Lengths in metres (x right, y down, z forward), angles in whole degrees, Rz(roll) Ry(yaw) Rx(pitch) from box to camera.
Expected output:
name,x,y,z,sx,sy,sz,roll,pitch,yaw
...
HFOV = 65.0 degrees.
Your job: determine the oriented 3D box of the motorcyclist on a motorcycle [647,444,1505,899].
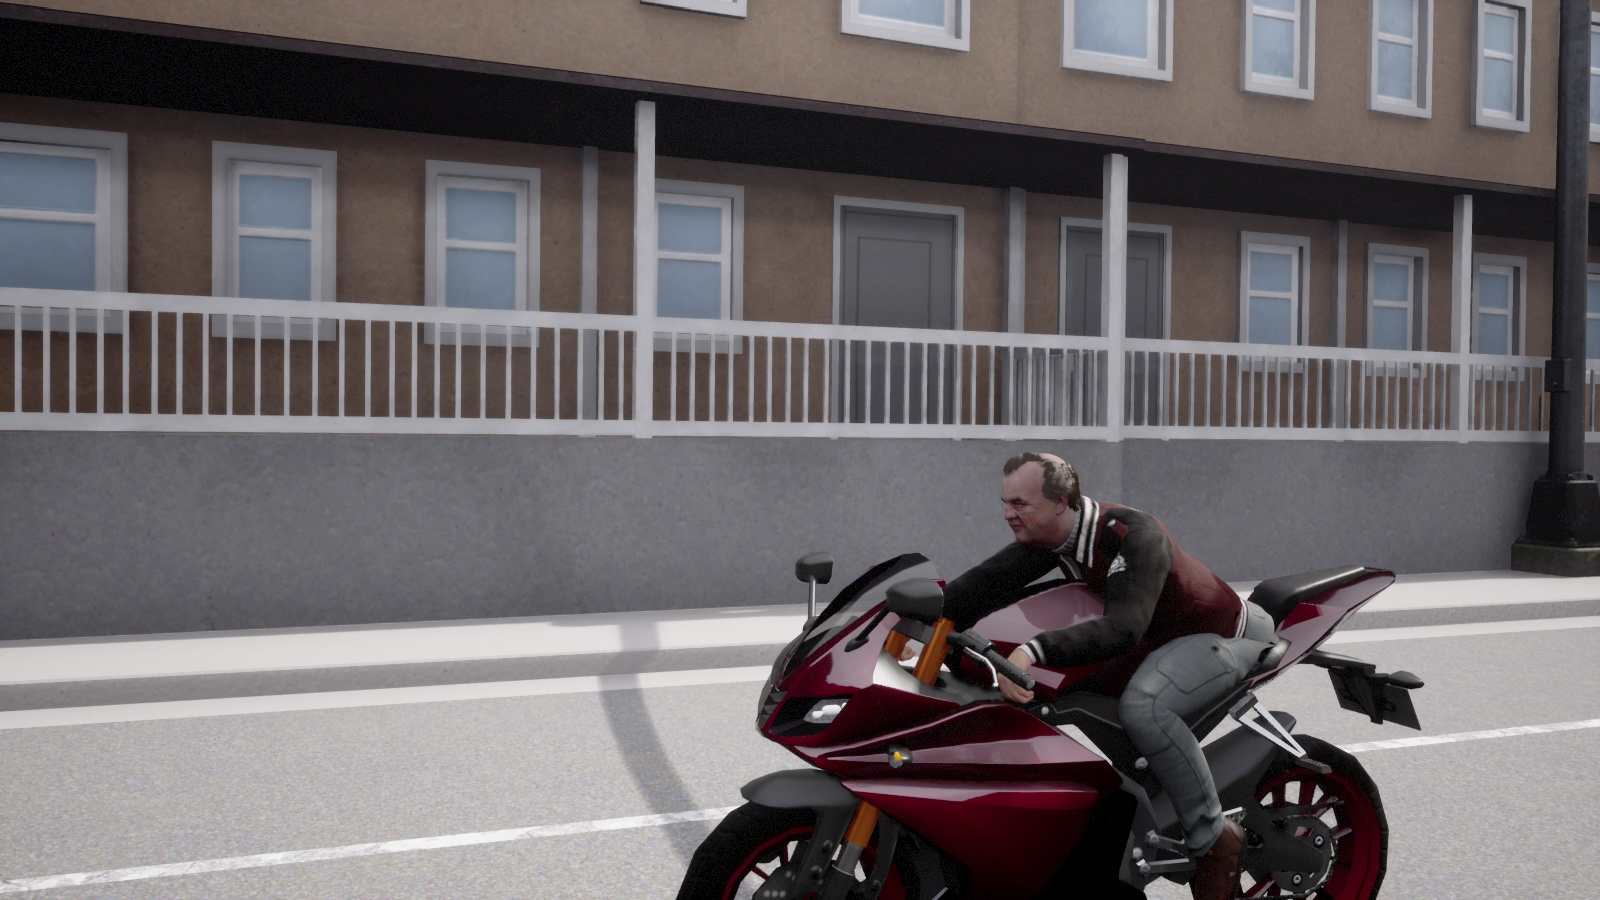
name,x,y,z,sx,sy,sz,roll,pitch,yaw
motorcyclist on a motorcycle,0.755,0.768,3.489,2.191,1.530,0.866,-1,1,-19
